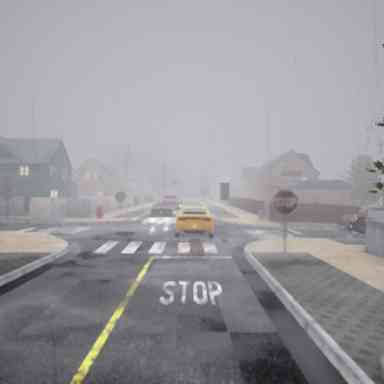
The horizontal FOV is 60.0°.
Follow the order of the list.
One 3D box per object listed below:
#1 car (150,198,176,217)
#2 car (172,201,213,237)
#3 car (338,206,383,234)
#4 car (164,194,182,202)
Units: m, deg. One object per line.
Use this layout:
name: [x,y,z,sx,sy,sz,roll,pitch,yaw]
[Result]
car: [-2.836,1.607,31.834,1.994,1.385,4.181,0,0,-1]
car: [0.123,1.508,18.253,1.882,1.535,5.008,1,-1,0]
car: [11.643,1.686,20.852,4.553,1.767,2.097,1,-1,0]
car: [-2.818,1.298,44.384,2.150,2.045,5.566,0,0,1]
